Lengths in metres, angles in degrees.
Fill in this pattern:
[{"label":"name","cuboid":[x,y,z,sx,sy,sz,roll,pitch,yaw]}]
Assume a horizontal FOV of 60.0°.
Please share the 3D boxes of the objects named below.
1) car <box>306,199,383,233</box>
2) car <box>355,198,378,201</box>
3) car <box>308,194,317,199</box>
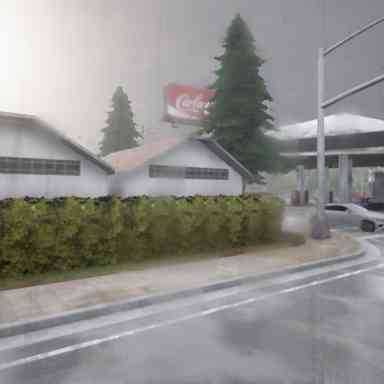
[{"label":"car","cuboid":[8.620,1.340,18.470,1.812,1.442,4.674,0,0,-36]},{"label":"car","cuboid":[20.926,1.492,39.421,4.611,1.667,2.242,0,0,-36]},{"label":"car","cuboid":[31.957,1.353,88.923,2.152,1.636,5.027,0,0,-36]}]
